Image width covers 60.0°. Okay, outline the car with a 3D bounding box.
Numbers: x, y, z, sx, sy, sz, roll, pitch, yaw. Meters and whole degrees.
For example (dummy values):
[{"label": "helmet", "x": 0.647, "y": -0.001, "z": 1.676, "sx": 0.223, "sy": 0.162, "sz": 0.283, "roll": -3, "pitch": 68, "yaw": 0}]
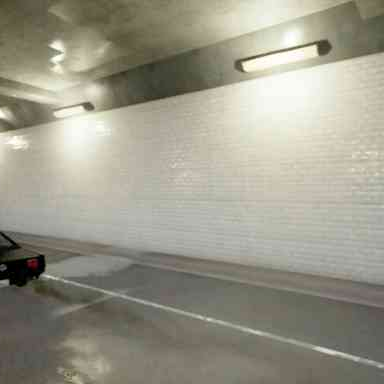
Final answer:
[{"label": "car", "x": -5.658, "y": 1.568, "z": 8.027, "sx": 4.718, "sy": 1.301, "sz": 1.895, "roll": 0, "pitch": 0, "yaw": 36}]
